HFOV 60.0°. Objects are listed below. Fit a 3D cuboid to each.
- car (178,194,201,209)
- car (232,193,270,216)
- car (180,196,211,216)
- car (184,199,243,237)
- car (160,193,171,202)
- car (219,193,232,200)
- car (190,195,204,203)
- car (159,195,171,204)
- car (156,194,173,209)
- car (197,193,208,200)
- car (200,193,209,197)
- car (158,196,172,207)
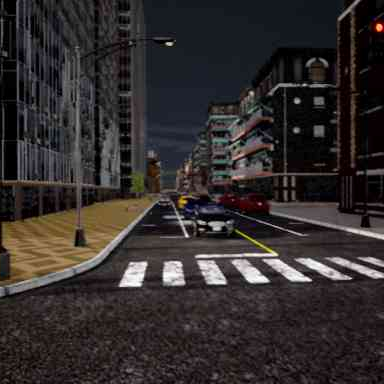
[{"bbox_3d":[-0.500,1.216,37.157,1.882,1.535,5.008,0,0,-4],"label":"car"},{"bbox_3d":[5.396,1.062,29.622,2.192,1.841,5.009,0,0,-4],"label":"car"},{"bbox_3d":[0.222,1.318,26.696,1.812,1.442,4.674,0,0,-4],"label":"car"},{"bbox_3d":[0.922,1.334,17.093,2.128,1.511,4.902,0,0,-4],"label":"car"},{"bbox_3d":[-5.035,1.062,62.486,1.967,1.590,4.097,0,0,-4],"label":"car"},{"bbox_3d":[4.554,1.005,40.776,2.192,1.841,5.009,0,0,-4],"label":"car"},{"bbox_3d":[0.755,1.185,57.053,1.994,1.385,4.181,0,0,-4],"label":"car"},{"bbox_3d":[-4.566,1.201,56.915,2.008,1.369,4.403,0,0,-4],"label":"car"},{"bbox_3d":[-3.302,1.287,40.184,2.008,1.369,4.403,0,0,-4],"label":"car"},{"bbox_3d":[2.306,0.968,72.268,1.967,1.590,4.097,0,0,-4],"label":"car"},{"bbox_3d":[1.599,1.175,47.208,1.837,1.490,4.892,0,0,-4],"label":"car"},{"bbox_3d":[-3.724,1.253,45.761,1.887,1.381,4.507,0,0,-4],"label":"car"}]
